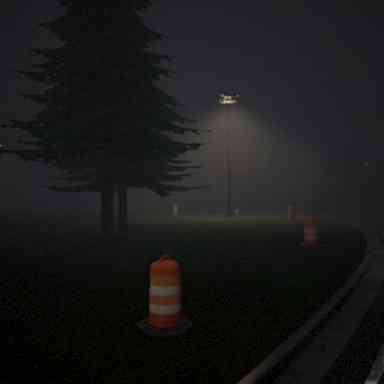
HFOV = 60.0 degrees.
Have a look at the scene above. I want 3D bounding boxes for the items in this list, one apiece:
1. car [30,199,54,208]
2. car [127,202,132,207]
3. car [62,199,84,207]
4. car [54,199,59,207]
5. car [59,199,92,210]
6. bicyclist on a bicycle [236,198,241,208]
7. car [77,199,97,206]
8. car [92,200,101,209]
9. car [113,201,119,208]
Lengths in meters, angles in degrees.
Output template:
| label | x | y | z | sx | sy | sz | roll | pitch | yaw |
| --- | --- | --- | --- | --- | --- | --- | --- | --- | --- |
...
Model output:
| label | x | y | z | sx | sy | sz | roll | pitch | yaw |
| --- | --- | --- | --- | --- | --- | --- | --- | --- | --- |
| car | -29.170 | 2.207 | 63.983 | 4.892 | 1.490 | 1.837 | -1 | -1 | 37 |
| car | -14.202 | 2.375 | 65.925 | 4.718 | 1.301 | 1.895 | -1 | -1 | 38 |
| car | -24.965 | 2.229 | 69.578 | 4.892 | 1.490 | 1.837 | -1 | -1 | 37 |
| car | -27.068 | 2.196 | 66.781 | 5.008 | 1.535 | 1.882 | -1 | -1 | 37 |
| car | -20.089 | 2.282 | 57.208 | 5.357 | 1.411 | 2.033 | -1 | -1 | 37 |
| bicyclist on a bicycle | 7.584 | 1.788 | 54.580 | 0.582 | 1.620 | 1.656 | -1 | 0 | 37 |
| car | -22.861 | 2.293 | 72.375 | 4.181 | 1.385 | 1.994 | -1 | -1 | 37 |
| car | -18.138 | 2.349 | 60.122 | 4.718 | 1.301 | 1.895 | -1 | -1 | 38 |
| car | -15.883 | 2.304 | 62.803 | 5.357 | 1.411 | 2.033 | -1 | -1 | 37 |
